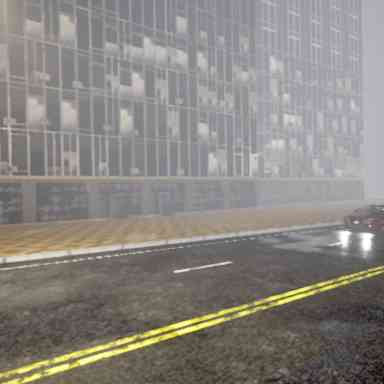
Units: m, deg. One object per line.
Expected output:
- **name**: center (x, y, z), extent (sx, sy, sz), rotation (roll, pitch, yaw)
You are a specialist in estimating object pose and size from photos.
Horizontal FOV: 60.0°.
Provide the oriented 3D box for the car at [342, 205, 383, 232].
- **car**: center (10.448, 1.438, 19.016), extent (4.181, 1.385, 1.994), rotation (0, 0, -35)
